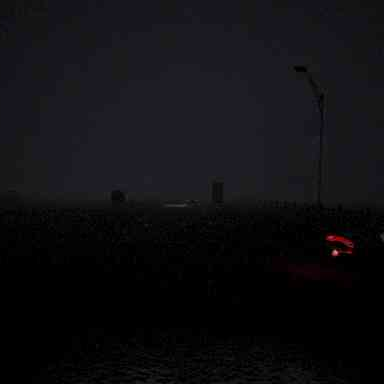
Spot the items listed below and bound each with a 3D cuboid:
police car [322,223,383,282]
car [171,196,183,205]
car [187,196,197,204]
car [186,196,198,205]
[{"bbox_3d":[6.486,1.613,9.501,4.974,1.542,2.038,1,-1,0],"label":"police car"},{"bbox_3d":[-2.727,1.501,61.334,1.882,1.535,5.008,0,0,0],"label":"car"},{"bbox_3d":[0.027,1.531,67.165,1.837,1.490,4.892,0,0,0],"label":"car"},{"bbox_3d":[0.023,1.546,57.159,1.812,1.442,4.674,0,0,0],"label":"car"}]
